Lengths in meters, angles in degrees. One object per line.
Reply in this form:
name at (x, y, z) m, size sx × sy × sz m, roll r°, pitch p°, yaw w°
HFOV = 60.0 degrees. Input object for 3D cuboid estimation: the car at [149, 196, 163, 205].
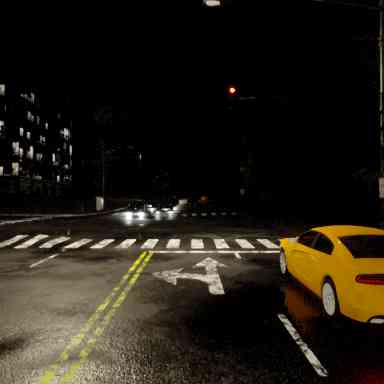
car at (-6.571, 1.526, 61.046) m, size 1.882 × 1.535 × 5.008 m, roll 0°, pitch 0°, yaw 0°

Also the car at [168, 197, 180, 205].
car at (-3.319, 1.596, 62.348) m, size 2.033 × 1.411 × 5.357 m, roll 0°, pitch 0°, yaw 0°

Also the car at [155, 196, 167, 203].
car at (-6.510, 1.566, 71.250) m, size 2.128 × 1.511 × 4.902 m, roll 0°, pitch 0°, yaw 0°

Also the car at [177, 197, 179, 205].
car at (-3.350, 1.532, 51.708) m, size 2.128 × 1.511 × 4.902 m, roll 0°, pitch 0°, yaw 0°

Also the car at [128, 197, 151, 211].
car at (-6.603, 1.633, 41.115) m, size 1.895 × 1.301 × 4.718 m, roll 0°, pitch 0°, yaw 0°

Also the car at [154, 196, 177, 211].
car at (-3.354, 1.511, 42.517) m, size 1.882 × 1.535 × 5.008 m, roll 0°, pitch 0°, yaw 0°

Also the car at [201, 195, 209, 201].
car at (3.237, 1.546, 82.726) m, size 1.882 × 1.535 × 5.008 m, roll 0°, pitch 0°, yaw 0°

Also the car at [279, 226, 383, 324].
car at (3.360, 1.476, 7.351) m, size 1.882 × 1.535 × 5.008 m, roll -1°, pitch 0°, yaw 0°

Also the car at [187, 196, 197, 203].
car at (0.057, 1.521, 71.613) m, size 2.128 × 1.511 × 4.902 m, roll 0°, pitch 0°, yaw 0°

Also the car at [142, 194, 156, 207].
car at (-6.606, 1.261, 50.880) m, size 2.150 × 2.045 × 5.566 m, roll 0°, pitch 0°, yaw 0°
